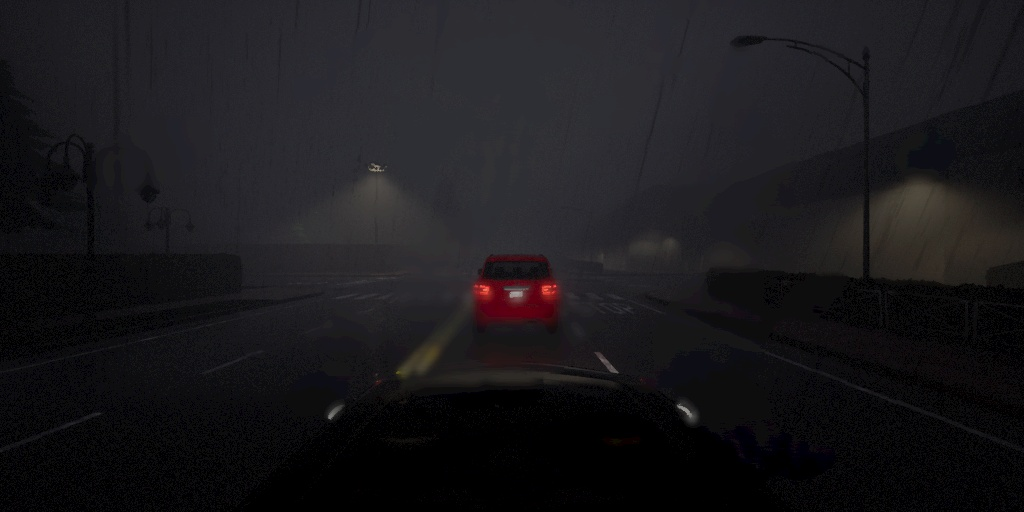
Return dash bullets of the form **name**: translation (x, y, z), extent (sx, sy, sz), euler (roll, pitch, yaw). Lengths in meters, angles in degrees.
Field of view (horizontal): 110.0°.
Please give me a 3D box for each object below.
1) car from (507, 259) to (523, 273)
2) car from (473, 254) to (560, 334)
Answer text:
- **car**: translation (0.352, 1.227, 45.600), extent (1.882, 1.535, 5.008), euler (0, 0, 1)
- **car**: translation (0.121, 0.971, 10.812), extent (2.150, 2.045, 5.566), euler (0, 0, 0)
